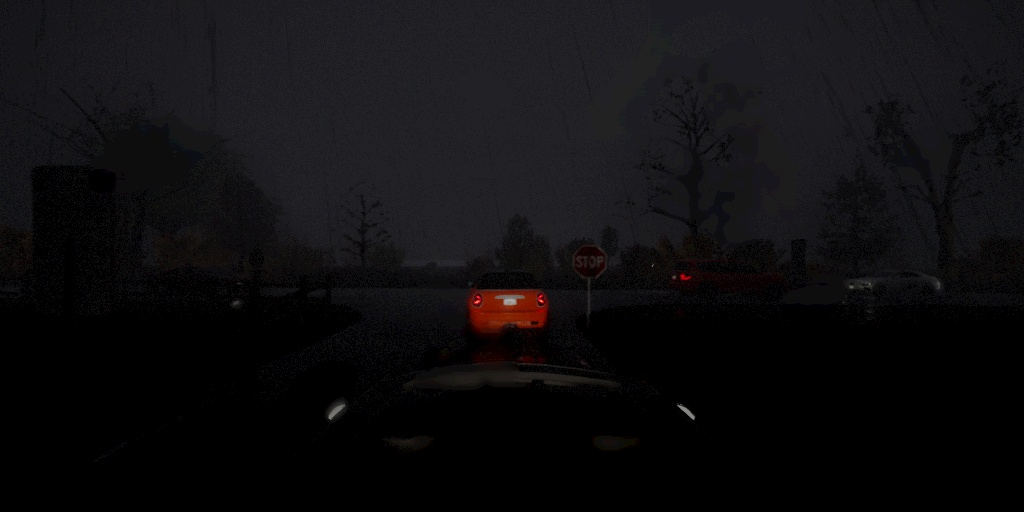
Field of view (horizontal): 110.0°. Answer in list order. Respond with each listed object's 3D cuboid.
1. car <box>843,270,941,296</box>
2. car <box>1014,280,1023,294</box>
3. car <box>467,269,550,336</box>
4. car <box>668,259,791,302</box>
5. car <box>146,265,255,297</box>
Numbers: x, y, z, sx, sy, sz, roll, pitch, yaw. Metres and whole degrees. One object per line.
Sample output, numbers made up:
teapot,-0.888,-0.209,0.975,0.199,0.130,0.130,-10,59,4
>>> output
car,22.510,1.581,21.285,4.674,1.442,1.812,0,0,0
car,33.239,1.730,21.250,4.718,1.301,1.895,0,0,0
car,-0.283,1.169,10.924,2.097,1.767,4.553,0,-1,-6
car,10.974,1.195,18.365,5.566,2.045,2.150,0,0,0
car,-15.697,1.256,18.432,5.008,1.535,1.882,1,0,0
